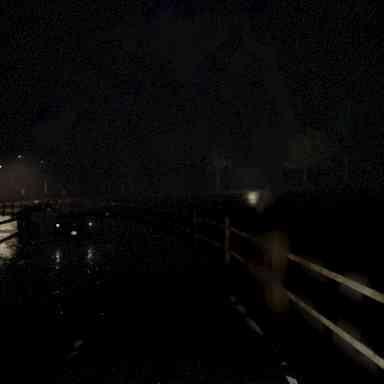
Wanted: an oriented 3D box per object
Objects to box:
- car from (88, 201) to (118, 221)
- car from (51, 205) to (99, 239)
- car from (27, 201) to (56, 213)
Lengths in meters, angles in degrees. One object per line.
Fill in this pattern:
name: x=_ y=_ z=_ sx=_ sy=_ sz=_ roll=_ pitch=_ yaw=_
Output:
car: x=-7.454 y=1.482 z=26.670 sx=1.882 sy=1.535 sz=5.008 roll=-1 pitch=0 yaw=-30
car: x=-6.214 y=1.609 z=17.565 sx=1.895 sy=1.301 sz=4.718 roll=-1 pitch=0 yaw=-20
car: x=-18.272 y=1.791 z=40.303 sx=1.895 sy=1.301 sz=4.718 roll=-2 pitch=1 yaw=-45
